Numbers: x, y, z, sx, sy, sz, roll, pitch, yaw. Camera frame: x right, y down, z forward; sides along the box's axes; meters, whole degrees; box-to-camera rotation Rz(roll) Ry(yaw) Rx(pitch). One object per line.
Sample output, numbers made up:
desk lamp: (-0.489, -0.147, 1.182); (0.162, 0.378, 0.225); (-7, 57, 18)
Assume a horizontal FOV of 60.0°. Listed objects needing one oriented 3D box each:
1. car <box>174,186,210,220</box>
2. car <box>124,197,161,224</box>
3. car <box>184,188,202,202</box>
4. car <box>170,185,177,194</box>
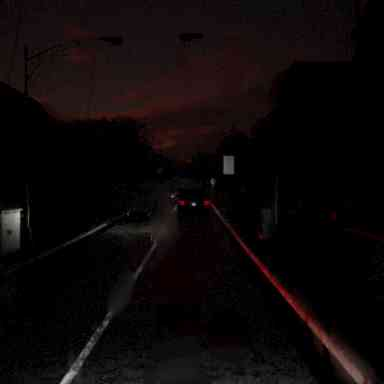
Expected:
car: (0.109, 0.758, 23.430); (2.150, 2.045, 5.566); (0, 2, 0)
car: (-3.091, 1.087, 21.516); (1.882, 1.535, 5.008); (0, 2, 0)
car: (0.114, 0.347, 41.036); (2.128, 1.511, 4.902); (0, 2, 0)
car: (-3.018, -0.463, 62.088); (2.128, 1.511, 4.902); (0, 2, 1)
